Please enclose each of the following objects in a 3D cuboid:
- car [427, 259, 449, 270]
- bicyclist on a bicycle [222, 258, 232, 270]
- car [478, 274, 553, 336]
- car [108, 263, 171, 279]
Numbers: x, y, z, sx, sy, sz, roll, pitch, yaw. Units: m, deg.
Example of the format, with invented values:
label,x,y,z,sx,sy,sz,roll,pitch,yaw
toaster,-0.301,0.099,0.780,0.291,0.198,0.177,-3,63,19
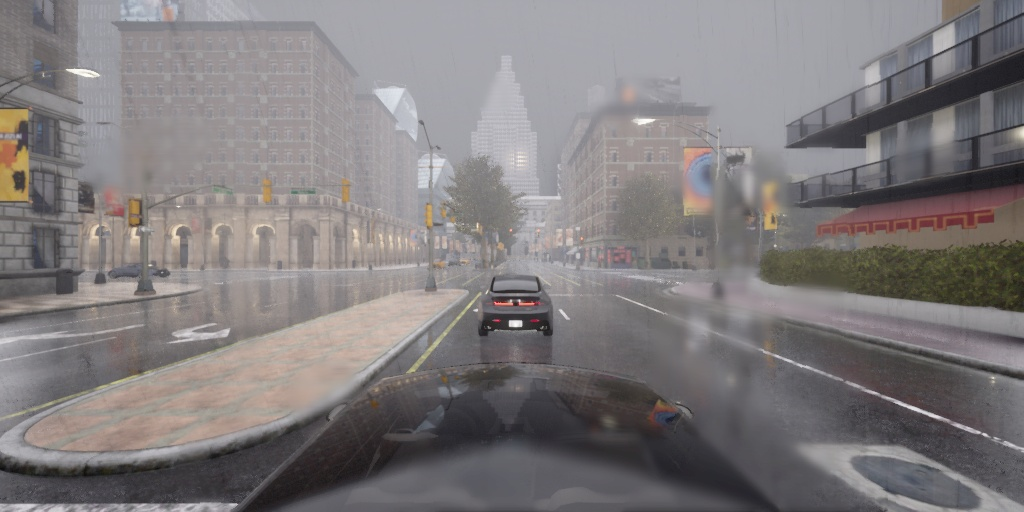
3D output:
label,x,y,z,sx,sy,sz,roll,pitch,yaw
car,-11.517,1.225,54.558,1.882,1.535,5.008,0,0,2
bicyclist on a bicycle,-37.171,1.048,46.808,0.582,1.620,1.656,0,0,0
car,0.101,1.254,10.369,1.837,1.490,4.892,0,0,0
car,-33.556,1.312,32.352,4.181,1.385,1.994,0,0,0
